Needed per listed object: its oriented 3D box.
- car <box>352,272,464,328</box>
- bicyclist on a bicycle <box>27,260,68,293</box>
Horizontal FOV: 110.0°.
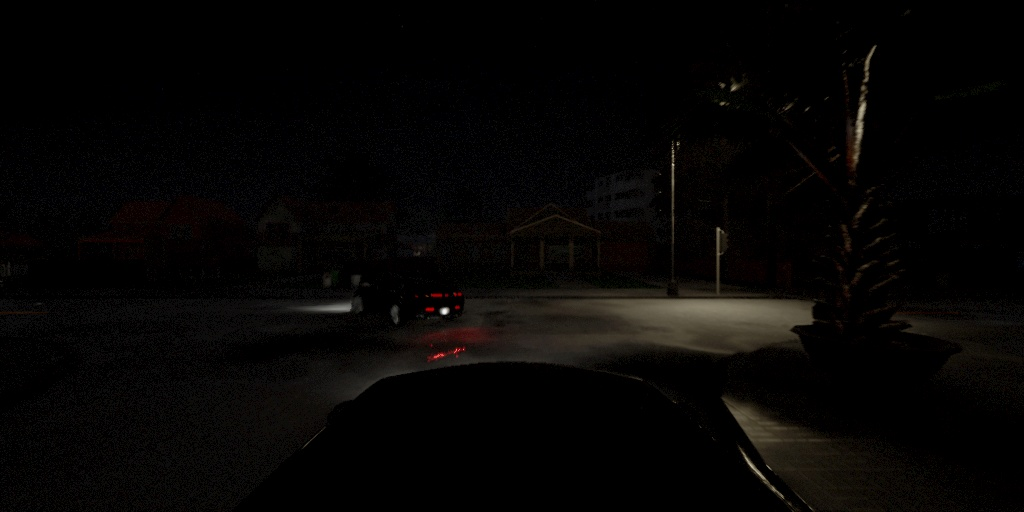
[{"bbox_3d":[-3.451,1.229,11.452,1.837,1.490,4.892,3,-2,-43],"label":"car"},{"bbox_3d":[-24.161,1.055,18.676,0.582,1.620,1.656,0,0,0],"label":"bicyclist on a bicycle"}]
